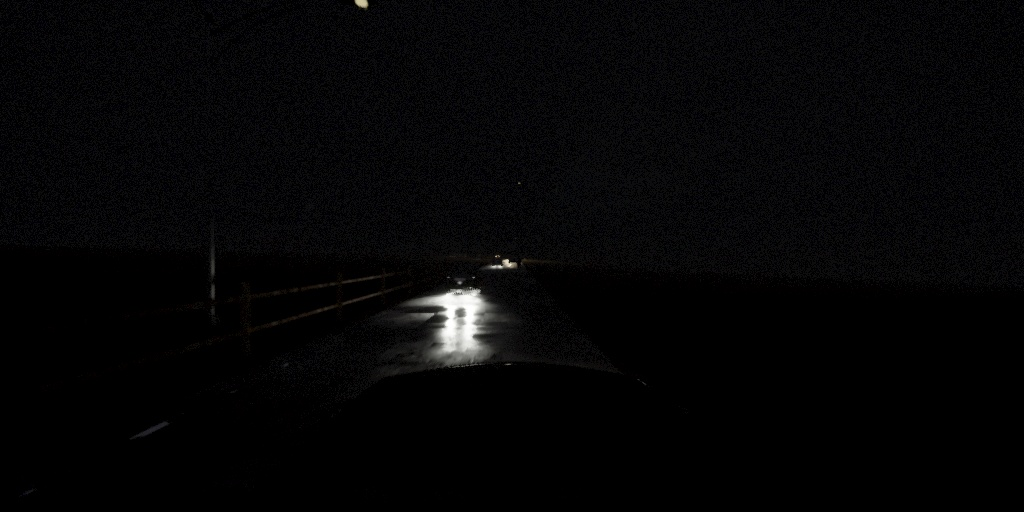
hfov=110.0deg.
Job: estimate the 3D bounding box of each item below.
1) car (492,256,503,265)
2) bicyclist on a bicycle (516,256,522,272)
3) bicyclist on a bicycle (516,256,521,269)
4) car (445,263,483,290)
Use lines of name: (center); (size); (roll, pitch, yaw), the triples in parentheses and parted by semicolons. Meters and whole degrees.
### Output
car: (-2.590, 0.841, 63.919); (2.128, 1.511, 4.902); (0, 0, 1)
bicyclist on a bicycle: (0.823, 0.923, 39.995); (0.659, 1.776, 1.843); (0, 1, 0)
bicyclist on a bicycle: (0.862, 0.844, 48.993); (0.659, 1.776, 1.843); (0, 1, 0)
car: (-2.830, 1.179, 21.901); (2.128, 1.511, 4.902); (0, 0, 0)
